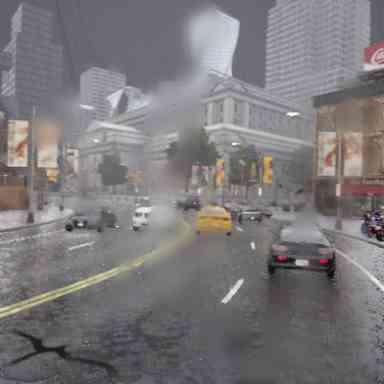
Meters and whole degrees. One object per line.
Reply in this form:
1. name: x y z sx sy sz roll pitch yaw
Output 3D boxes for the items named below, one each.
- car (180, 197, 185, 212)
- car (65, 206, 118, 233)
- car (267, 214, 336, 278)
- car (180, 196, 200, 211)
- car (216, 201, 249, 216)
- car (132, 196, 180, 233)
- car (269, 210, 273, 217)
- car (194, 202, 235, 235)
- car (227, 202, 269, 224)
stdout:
1. car: -3.058 1.708 41.315 2.128 1.511 4.902 2 0 -23
2. car: -5.792 1.558 19.586 1.994 1.385 4.181 1 -1 3
3. car: 3.463 1.691 10.816 1.812 1.442 4.674 2 0 15
4. car: -0.833 1.518 44.687 2.150 2.045 5.566 2 -1 -26
5. car: 4.766 1.923 39.670 2.002 1.452 4.674 2 0 -20
6. car: -2.188 1.317 20.886 2.150 2.045 5.566 2 -1 1
7. car: 6.517 2.003 34.213 1.895 1.301 4.718 2 0 -10
8. car: 1.290 1.655 20.252 1.882 1.535 5.008 2 0 2
9. car: 4.344 1.798 27.690 2.128 1.511 4.902 2 0 -6
